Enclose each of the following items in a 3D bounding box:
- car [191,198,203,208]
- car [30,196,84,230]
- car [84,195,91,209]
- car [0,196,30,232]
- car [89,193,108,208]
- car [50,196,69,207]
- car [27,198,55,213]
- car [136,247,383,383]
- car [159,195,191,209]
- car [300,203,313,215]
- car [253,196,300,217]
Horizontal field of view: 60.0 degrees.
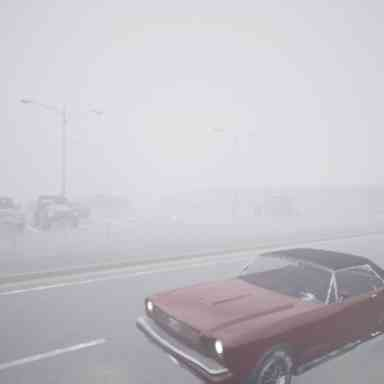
[{"bbox_3d":[-0.228,1.501,47.251,1.784,1.438,3.905,0,0,-36],"label":"car"},{"bbox_3d":[-8.158,1.172,19.878,1.905,1.878,3.866,0,0,-36],"label":"car"},{"bbox_3d":[-18.091,1.426,52.912,1.784,1.438,3.905,0,0,-36],"label":"car"},{"bbox_3d":[-10.532,1.152,18.221,1.932,1.855,4.605,0,0,-36],"label":"car"},{"bbox_3d":[-15.948,1.231,54.530,1.932,1.855,4.605,0,0,-36],"label":"car"},{"bbox_3d":[-20.434,1.440,51.212,1.970,1.475,3.806,0,0,-36],"label":"car"},{"bbox_3d":[-16.231,1.416,35.602,1.970,1.475,3.806,0,0,-36],"label":"car"},{"bbox_3d":[1.607,1.623,5.084,4.718,1.301,1.895,0,0,-35],"label":"car"},{"bbox_3d":[-2.608,1.273,45.602,1.932,1.855,4.605,0,0,-36],"label":"car"},{"bbox_3d":[10.049,1.544,33.126,1.970,1.475,3.806,0,0,-36],"label":"car"},{"bbox_3d":[7.701,1.287,31.435,1.905,1.878,3.866,0,0,-36],"label":"car"}]
